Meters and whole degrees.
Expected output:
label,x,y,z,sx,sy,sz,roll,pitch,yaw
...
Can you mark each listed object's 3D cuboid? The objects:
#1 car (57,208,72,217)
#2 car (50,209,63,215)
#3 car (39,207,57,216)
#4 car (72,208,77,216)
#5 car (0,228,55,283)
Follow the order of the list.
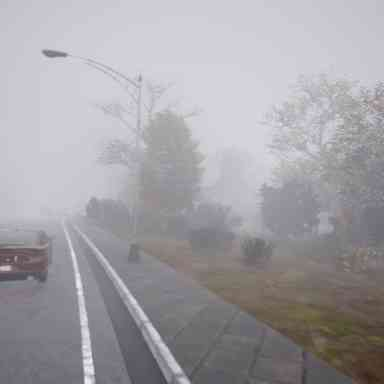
label,x,y,z,sx,sy,sz,roll,pitch,yaw
car,-30.319,5.024,78.288,1.994,1.385,4.181,2,-3,-12
car,-35.399,5.284,86.953,1.837,1.490,4.892,2,-3,-7
car,-33.503,4.519,76.561,2.150,2.045,5.566,2,-3,-12
car,-31.996,5.169,87.950,2.150,2.045,5.566,2,-3,-7
car,-5.617,1.893,10.792,1.882,1.535,5.008,3,-3,-21
